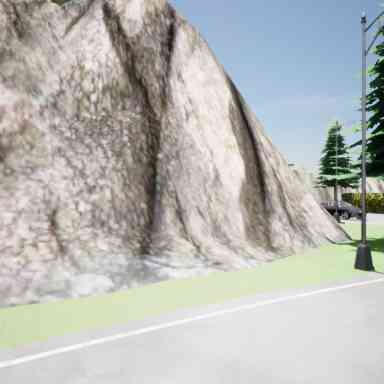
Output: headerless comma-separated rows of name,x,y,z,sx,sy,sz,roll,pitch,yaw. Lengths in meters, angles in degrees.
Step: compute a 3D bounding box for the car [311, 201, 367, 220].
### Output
car,12.368,1.492,28.302,2.128,1.511,4.902,0,0,-26
